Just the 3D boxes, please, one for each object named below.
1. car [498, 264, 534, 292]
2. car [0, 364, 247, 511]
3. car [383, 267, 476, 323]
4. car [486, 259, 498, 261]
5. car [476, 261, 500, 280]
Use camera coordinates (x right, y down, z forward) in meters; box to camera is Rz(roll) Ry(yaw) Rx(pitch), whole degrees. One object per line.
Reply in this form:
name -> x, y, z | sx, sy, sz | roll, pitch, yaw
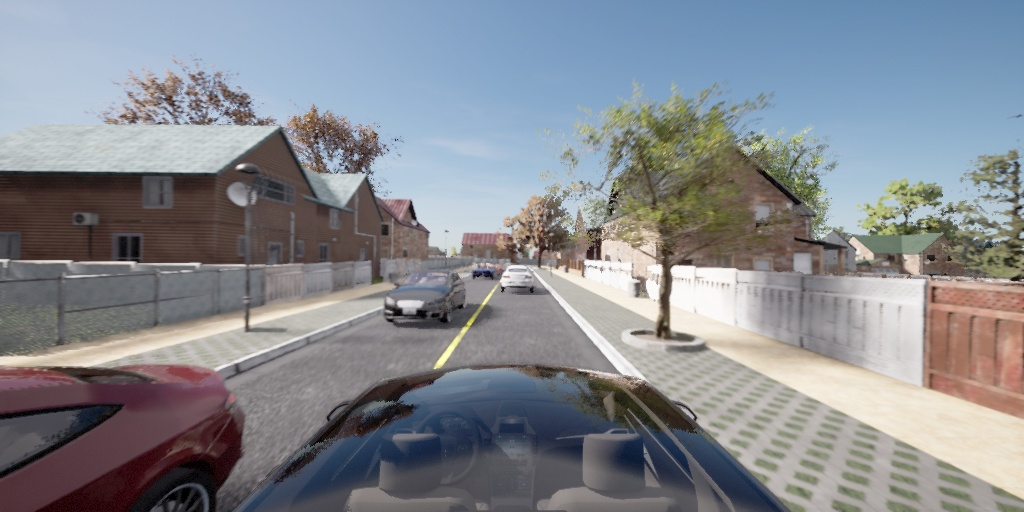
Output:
car -> 0.329, 1.287, 21.526 | 1.812, 1.442, 4.674 | 1, 0, 1
car -> -2.879, 1.237, 0.805 | 1.812, 1.442, 4.674 | 1, 0, 0
car -> -2.692, 1.206, 12.029 | 2.128, 1.511, 4.902 | 1, 0, 1
car -> -2.131, 1.162, 37.465 | 2.097, 1.767, 4.553 | 1, 0, 1
car -> -2.302, 1.334, 30.802 | 1.895, 1.301, 4.718 | 1, 0, 2
